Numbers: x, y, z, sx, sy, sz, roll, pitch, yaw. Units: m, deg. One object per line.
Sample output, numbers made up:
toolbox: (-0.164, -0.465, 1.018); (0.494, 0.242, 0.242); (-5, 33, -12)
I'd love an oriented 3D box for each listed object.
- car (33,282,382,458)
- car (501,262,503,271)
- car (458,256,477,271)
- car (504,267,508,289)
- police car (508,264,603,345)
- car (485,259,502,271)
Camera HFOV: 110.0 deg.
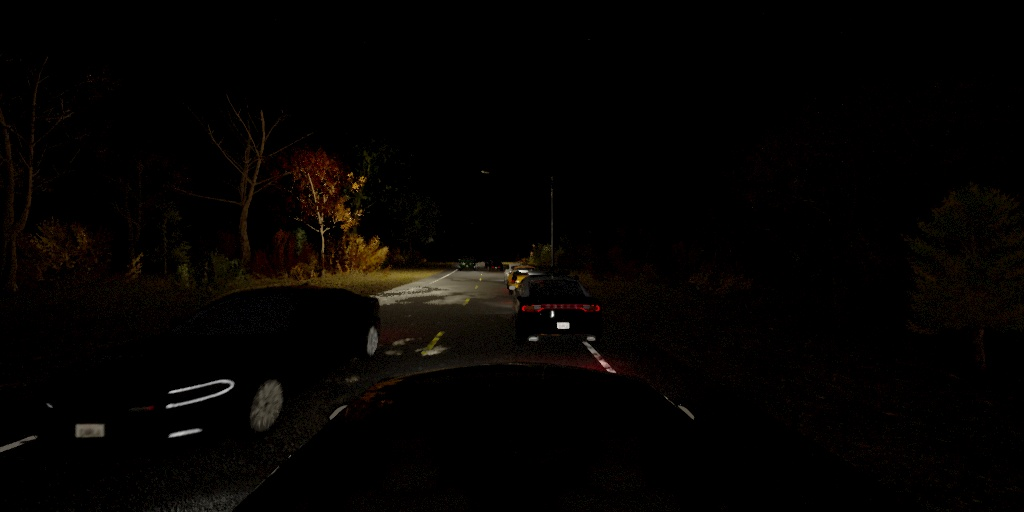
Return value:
car: (-3.657, 1.227, 5.578); (1.882, 1.535, 5.008); (0, 0, -1)
car: (0.401, 1.264, 25.651); (1.812, 1.442, 4.674); (0, 0, -3)
car: (-5.942, 0.950, 48.076); (2.150, 2.045, 5.566); (0, 0, -6)
car: (0.667, 1.200, 19.813); (1.801, 1.575, 5.366); (0, 0, -2)
police car: (0.964, 1.174, 9.681); (1.930, 1.638, 5.238); (0, 0, -1)
car: (-2.225, 1.234, 47.638); (1.837, 1.490, 4.892); (0, 0, -5)
